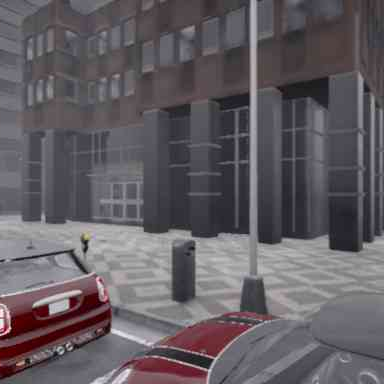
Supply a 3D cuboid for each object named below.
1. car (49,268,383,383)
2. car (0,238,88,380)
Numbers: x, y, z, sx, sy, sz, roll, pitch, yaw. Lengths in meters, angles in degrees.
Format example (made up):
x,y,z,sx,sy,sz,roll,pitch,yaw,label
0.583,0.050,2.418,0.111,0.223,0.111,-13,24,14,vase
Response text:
x,y,z,sx,sy,sz,roll,pitch,yaw,label
1.184,1.441,2.114,4.097,1.590,1.967,0,0,36,car
-3.228,1.455,5.270,4.097,1.590,1.967,0,0,36,car
